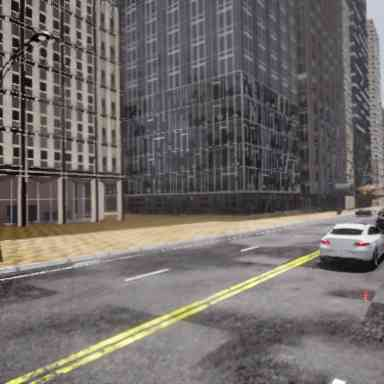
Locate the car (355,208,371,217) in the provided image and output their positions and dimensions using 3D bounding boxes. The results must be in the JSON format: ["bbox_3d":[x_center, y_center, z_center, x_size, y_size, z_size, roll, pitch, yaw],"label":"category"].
[{"bbox_3d":[26.866,3.202,52.118,1.895,1.301,4.718,-2,-3,37],"label":"car"}]

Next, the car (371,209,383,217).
[{"bbox_3d":[14.855,2.242,24.606,1.837,1.490,4.892,-2,-2,37],"label":"car"}]

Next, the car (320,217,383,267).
[{"bbox_3d":[6.438,1.940,13.122,1.812,1.442,4.674,-2,-2,37],"label":"car"}]
